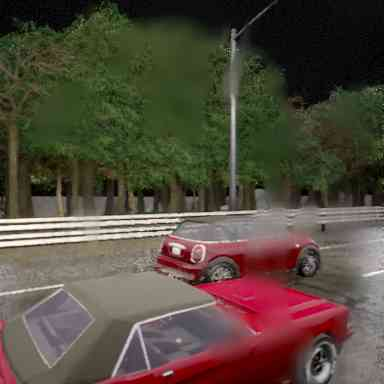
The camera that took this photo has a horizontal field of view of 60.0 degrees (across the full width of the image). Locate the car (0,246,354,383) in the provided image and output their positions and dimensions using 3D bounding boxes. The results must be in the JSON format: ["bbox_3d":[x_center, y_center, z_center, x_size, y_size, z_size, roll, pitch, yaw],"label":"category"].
[{"bbox_3d":[-0.277,1.617,3.664,4.718,1.301,1.895,1,0,-35],"label":"car"}]

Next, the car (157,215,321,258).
[{"bbox_3d":[1.384,1.406,8.881,4.553,1.767,2.097,1,0,-34],"label":"car"}]
